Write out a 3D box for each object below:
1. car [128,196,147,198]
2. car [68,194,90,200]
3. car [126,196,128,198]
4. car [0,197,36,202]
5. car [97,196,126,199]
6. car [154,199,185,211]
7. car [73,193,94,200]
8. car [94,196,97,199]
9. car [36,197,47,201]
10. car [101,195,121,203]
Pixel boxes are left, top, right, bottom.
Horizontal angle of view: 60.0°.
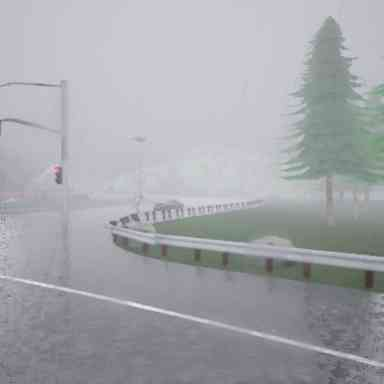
[{"bbox_3d":[-11.150,1.515,71.398,2.128,1.511,4.902,0,0,16],"label":"car"},{"bbox_3d":[-20.415,1.575,56.436,2.033,1.411,5.357,0,0,26],"label":"car"},{"bbox_3d":[-14.833,1.527,71.043,2.128,1.511,4.902,0,0,16],"label":"car"},{"bbox_3d":[-23.152,1.570,42.885,1.812,1.442,4.674,0,0,26],"label":"car"},{"bbox_3d":[-14.654,1.533,60.698,1.812,1.442,4.674,0,0,24],"label":"car"},{"bbox_3d":[-2.499,1.510,36.895,1.812,1.442,4.674,0,0,26],"label":"car"},{"bbox_3d":[-21.554,1.249,62.036,2.150,2.045,5.566,0,0,23],"label":"car"},{"bbox_3d":[-21.880,1.547,71.685,1.812,1.442,4.674,0,0,16],"label":"car"},{"bbox_3d":[-27.431,1.612,57.932,1.994,1.385,4.181,0,0,27],"label":"car"},{"bbox_3d":[-17.864,1.535,73.314,2.128,1.511,4.902,0,0,16],"label":"car"}]
